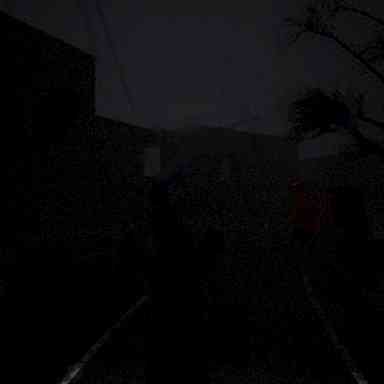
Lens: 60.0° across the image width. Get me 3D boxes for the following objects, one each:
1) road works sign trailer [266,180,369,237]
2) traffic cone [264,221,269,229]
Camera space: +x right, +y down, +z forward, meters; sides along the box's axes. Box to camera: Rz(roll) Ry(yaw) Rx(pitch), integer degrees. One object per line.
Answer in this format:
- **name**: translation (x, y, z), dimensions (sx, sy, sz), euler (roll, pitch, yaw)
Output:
- **road works sign trailer**: translation (5.886, 0.985, 15.029), dimensions (3.560, 2.380, 2.880), euler (0, 28, 47)
- **traffic cone**: translation (4.701, 1.997, 21.016), dimensions (0.340, 0.580, 0.340), euler (1, 0, 29)
